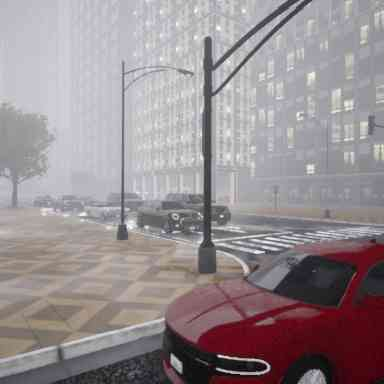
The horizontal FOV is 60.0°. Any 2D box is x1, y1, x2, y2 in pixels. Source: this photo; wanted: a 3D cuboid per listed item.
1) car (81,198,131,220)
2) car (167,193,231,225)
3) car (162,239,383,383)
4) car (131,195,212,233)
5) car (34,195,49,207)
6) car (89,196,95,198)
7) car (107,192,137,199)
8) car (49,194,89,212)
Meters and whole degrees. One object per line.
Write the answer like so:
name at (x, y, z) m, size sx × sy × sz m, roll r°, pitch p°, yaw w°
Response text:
car at (-6.672, 1.393, 25.833) m, size 1.895 × 1.301 × 4.718 m, roll 0°, pitch 0°, yaw -37°
car at (0.136, 1.085, 22.131) m, size 2.150 × 2.045 × 5.566 m, roll 0°, pitch 0°, yaw -37°
car at (2.021, 1.477, 4.616) m, size 5.008 × 1.535 × 1.882 m, roll 0°, pitch 0°, yaw -29°
car at (-1.304, 1.216, 18.621) m, size 2.097 × 1.767 × 4.553 m, roll 0°, pitch 0°, yaw -37°
car at (-18.548, 1.113, 41.870) m, size 2.128 × 1.511 × 4.902 m, roll 0°, pitch 0°, yaw -36°
car at (-12.150, 1.184, 38.665) m, size 2.128 × 1.511 × 4.902 m, roll 0°, pitch 0°, yaw -37°
car at (-6.042, 1.001, 30.446) m, size 2.150 × 2.045 × 5.566 m, roll 0°, pitch 0°, yaw -37°
car at (-12.543, 1.062, 33.741) m, size 2.097 × 1.767 × 4.553 m, roll 0°, pitch 0°, yaw -37°
